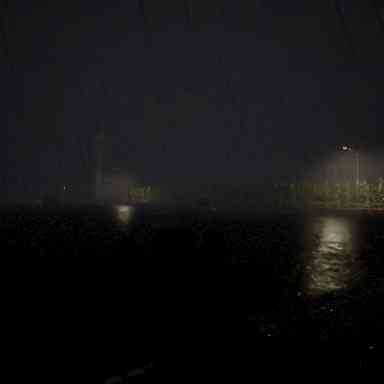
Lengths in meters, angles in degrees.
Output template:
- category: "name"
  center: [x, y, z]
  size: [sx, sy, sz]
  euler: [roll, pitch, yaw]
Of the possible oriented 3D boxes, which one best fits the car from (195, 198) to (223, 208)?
- category: "car"
  center: [2.597, 1.657, 51.704]
  size: [1.837, 1.490, 4.892]
  euler: [2, -1, -41]
